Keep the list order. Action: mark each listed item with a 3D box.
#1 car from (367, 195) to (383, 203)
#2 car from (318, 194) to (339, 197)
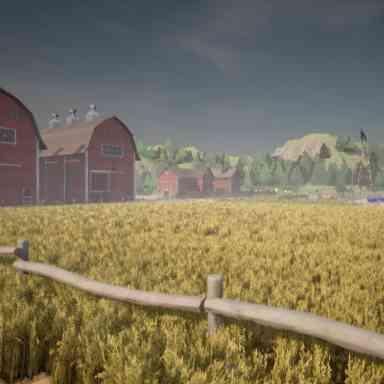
[{"bbox_3d":[38.494,1.453,68.293,4.611,1.667,2.242,0,0,35],"label":"car"},{"bbox_3d":[35.549,1.207,87.356,4.605,1.855,1.932,0,0,35],"label":"car"}]
